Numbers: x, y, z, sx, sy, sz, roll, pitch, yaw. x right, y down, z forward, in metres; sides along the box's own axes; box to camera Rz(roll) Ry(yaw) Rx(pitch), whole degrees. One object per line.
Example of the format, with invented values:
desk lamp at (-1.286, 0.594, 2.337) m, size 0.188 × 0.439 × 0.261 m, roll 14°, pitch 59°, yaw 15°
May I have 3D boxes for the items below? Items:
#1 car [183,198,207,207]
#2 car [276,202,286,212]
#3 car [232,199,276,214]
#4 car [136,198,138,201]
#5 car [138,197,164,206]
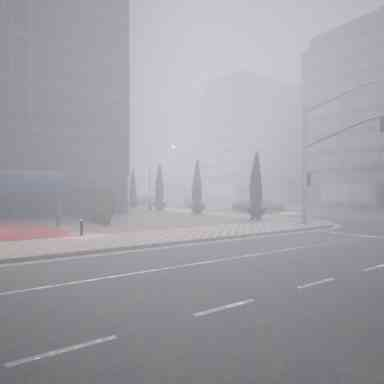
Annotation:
car at (0.432, 1.564, 49.728) m, size 1.994 × 1.385 × 4.181 m, roll 0°, pitch 0°, yaw -35°
car at (8.614, 1.564, 37.999) m, size 1.994 × 1.385 × 4.181 m, roll 0°, pitch 0°, yaw -35°
car at (6.195, 1.525, 35.349) m, size 1.812 × 1.442 × 4.674 m, roll 0°, pitch 0°, yaw -35°
car at (-9.434, 1.565, 64.024) m, size 1.994 × 1.385 × 4.181 m, roll 0°, pitch 0°, yaw -35°
car at (-6.314, 1.505, 53.301) m, size 1.837 × 1.490 × 4.892 m, roll 0°, pitch 0°, yaw -35°
